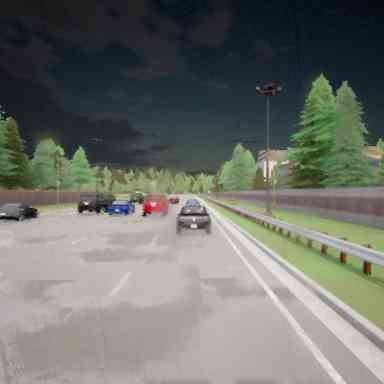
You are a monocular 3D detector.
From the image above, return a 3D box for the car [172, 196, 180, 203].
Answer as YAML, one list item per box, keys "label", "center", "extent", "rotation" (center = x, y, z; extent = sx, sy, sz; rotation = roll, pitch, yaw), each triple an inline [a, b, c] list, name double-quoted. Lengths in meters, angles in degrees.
- label: "car"
  center: [-3.400, 1.569, 64.431]
  extent: [1.882, 1.535, 5.008]
  rotation: [0, 0, 0]

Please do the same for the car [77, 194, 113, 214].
- label: "car"
  center: [-10.398, 1.273, 35.440]
  extent: [2.150, 2.045, 5.566]
  rotation: [0, 0, 0]

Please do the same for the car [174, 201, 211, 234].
- label: "car"
  center: [0.100, 1.520, 19.389]
  extent: [2.128, 1.511, 4.902]
  rotation: [0, 0, 0]

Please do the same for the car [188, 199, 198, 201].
- label: "car"
  center: [0.095, 1.607, 41.801]
  extent: [2.033, 1.411, 5.357]
  rotation: [0, 0, 0]

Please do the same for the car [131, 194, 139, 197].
- label: "car"
  center: [-10.402, 1.311, 63.528]
  extent: [2.150, 2.045, 5.566]
  rotation: [0, 0, 0]

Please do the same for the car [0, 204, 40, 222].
- label: "car"
  center: [-13.898, 1.602, 26.567]
  extent: [1.994, 1.385, 4.181]
  rotation: [0, 0, 0]

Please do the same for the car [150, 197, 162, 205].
- label: "car"
  center: [-6.901, 1.617, 63.922]
  extent: [1.812, 1.442, 4.674]
  rotation: [0, 0, 0]

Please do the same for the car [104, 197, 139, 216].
- label: "car"
  center: [-6.901, 1.525, 33.139]
  extent: [1.882, 1.535, 5.008]
  rotation: [0, 0, 0]

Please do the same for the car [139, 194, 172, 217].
- label: "car"
  center: [-3.400, 1.266, 32.180]
  extent: [2.150, 2.045, 5.566]
  rotation: [0, 0, 0]
